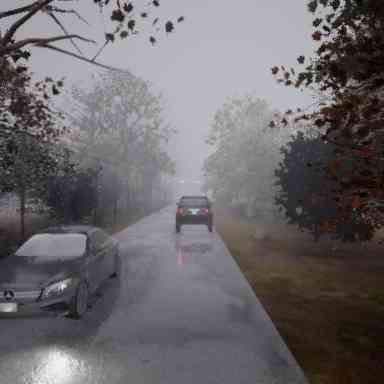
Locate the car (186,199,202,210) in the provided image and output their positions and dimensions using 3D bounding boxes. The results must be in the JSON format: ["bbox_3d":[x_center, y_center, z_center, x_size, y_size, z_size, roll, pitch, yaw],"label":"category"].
[{"bbox_3d":[0.235,1.594,42.779,1.895,1.301,4.718,0,0,0],"label":"car"}]

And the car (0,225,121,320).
[{"bbox_3d":[-2.840,1.524,7.467,1.812,1.442,4.674,0,0,0],"label":"car"}]

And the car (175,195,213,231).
[{"bbox_3d":[0.154,1.218,20.802,2.150,2.045,5.566,0,0,1],"label":"car"}]
